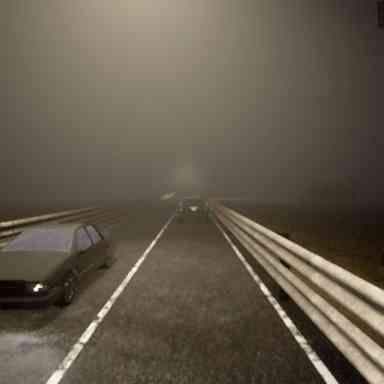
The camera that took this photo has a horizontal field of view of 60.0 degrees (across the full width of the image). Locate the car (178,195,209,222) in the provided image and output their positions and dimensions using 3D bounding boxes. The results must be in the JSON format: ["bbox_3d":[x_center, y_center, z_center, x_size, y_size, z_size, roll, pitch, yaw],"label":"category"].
[{"bbox_3d":[0.121,1.167,24.175,2.097,1.767,4.553,0,0,0],"label":"car"}]

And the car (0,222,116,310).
[{"bbox_3d":[-3.260,1.486,8.112,2.033,1.411,5.357,0,0,0],"label":"car"}]

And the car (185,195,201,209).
[{"bbox_3d":[0.137,1.192,41.339,1.837,1.490,4.892,0,0,0],"label":"car"}]
